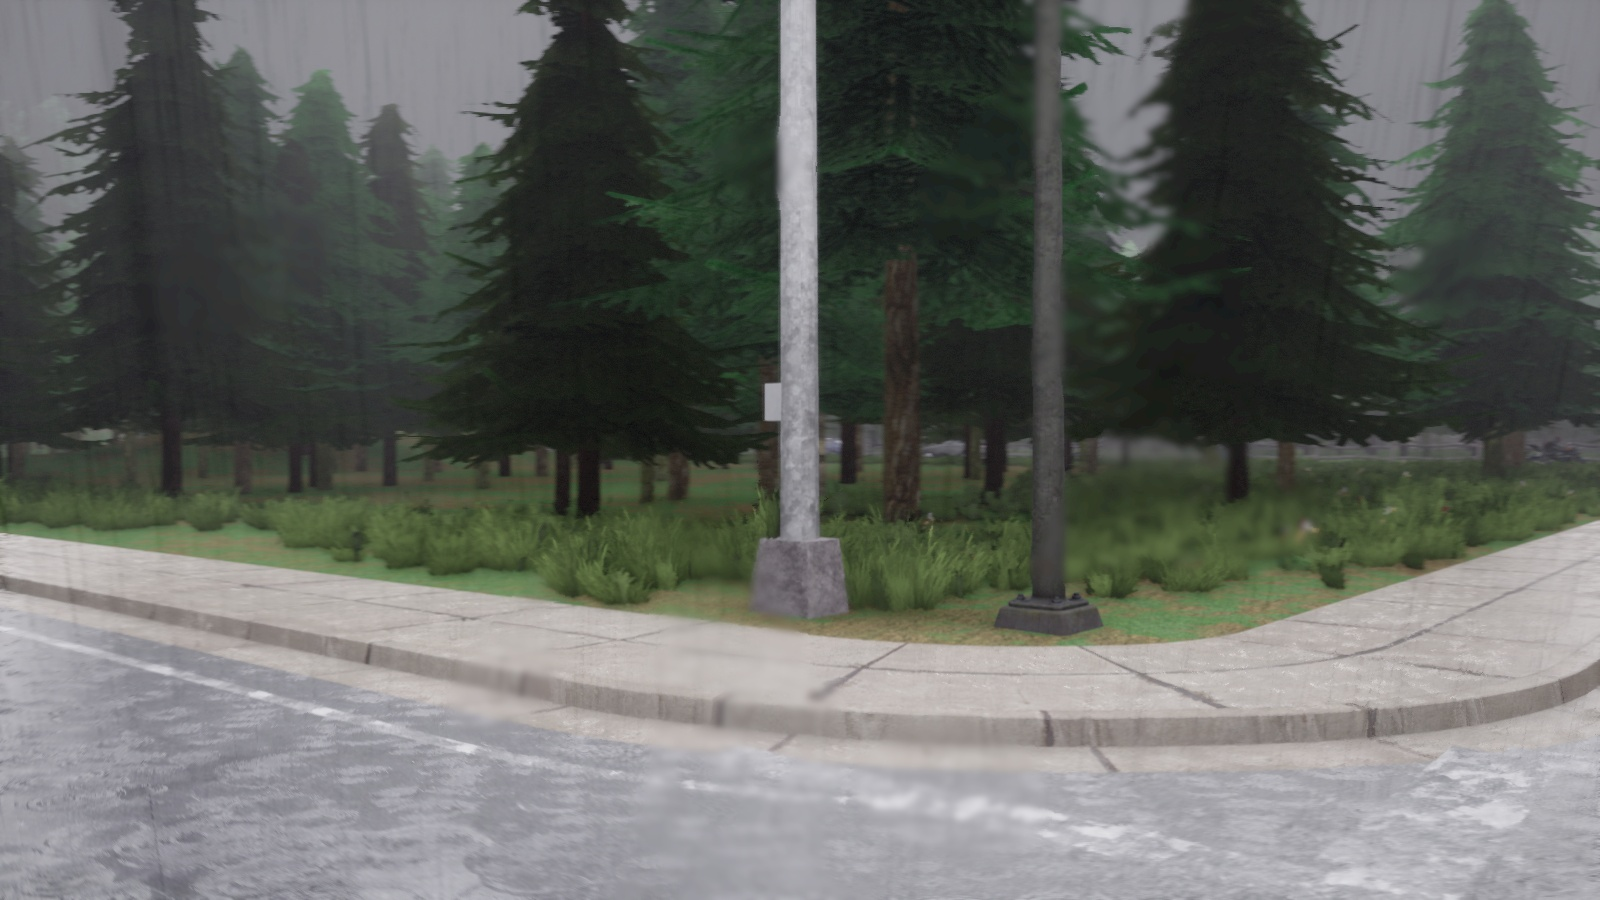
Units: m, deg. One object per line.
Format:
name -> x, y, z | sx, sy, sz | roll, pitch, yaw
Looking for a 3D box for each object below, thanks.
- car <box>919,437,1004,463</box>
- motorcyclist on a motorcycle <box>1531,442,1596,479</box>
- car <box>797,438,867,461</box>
car -> 9.971, -0.014, 77.881 | 4.902, 1.511, 2.128 | 1, 1, 42
motorcyclist on a motorcycle -> 32.130, 0.413, 52.897 | 2.191, 1.530, 0.866 | 1, 1, 44
car -> 2.119, -0.051, 84.937 | 4.674, 1.442, 1.812 | 1, 1, 41
